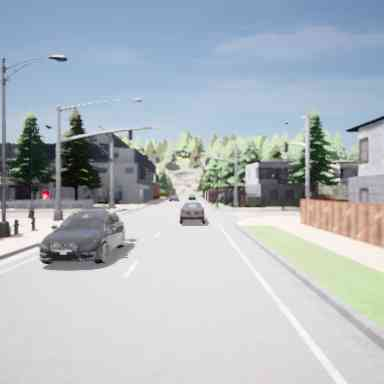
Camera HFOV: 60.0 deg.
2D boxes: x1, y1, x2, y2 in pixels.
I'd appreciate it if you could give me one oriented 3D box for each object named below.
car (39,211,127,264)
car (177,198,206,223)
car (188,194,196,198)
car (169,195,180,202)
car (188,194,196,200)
[{"bbox_3d":[-3.568,1.463,11.674,1.837,1.490,4.892,0,0,0],"label":"car"},{"bbox_3d":[0.043,1.455,24.631,2.033,1.411,5.357,0,0,1],"label":"car"},{"bbox_3d":[0.009,1.314,75.919,1.895,1.301,4.718,0,0,0],"label":"car"},{"bbox_3d":[-3.504,1.317,65.882,1.994,1.385,4.181,0,0,0],"label":"car"},{"bbox_3d":[0.010,1.205,86.185,2.033,1.411,5.357,0,0,0],"label":"car"}]
